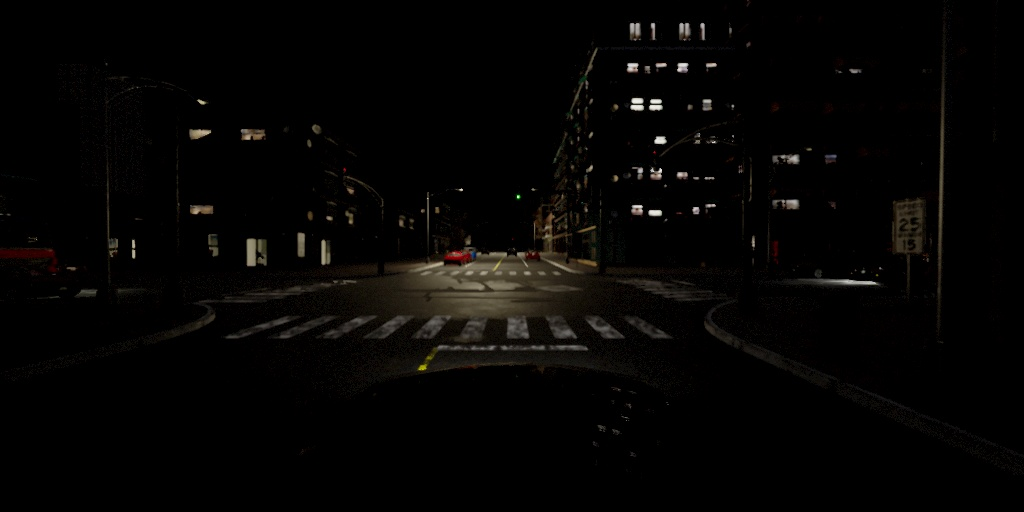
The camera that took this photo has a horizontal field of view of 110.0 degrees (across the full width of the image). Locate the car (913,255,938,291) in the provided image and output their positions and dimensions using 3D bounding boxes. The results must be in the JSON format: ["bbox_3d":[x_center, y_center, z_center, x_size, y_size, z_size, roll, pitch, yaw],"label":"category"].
[{"bbox_3d":[18.175,0.603,13.320,4.097,1.591,1.967,0,0,1],"label":"car"}]

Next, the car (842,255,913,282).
[{"bbox_3d":[20.816,0.642,19.190,4.181,1.385,1.994,0,1,1],"label":"car"}]

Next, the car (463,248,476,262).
[{"bbox_3d":[-5.687,0.096,42.036,1.888,1.381,4.507,0,0,0],"label":"car"}]

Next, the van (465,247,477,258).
[{"bbox_3d":[-5.687,-0.277,47.721,1.690,1.789,3.998,0,0,0],"label":"van"}]

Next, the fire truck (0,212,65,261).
[{"bbox_3d":[-26.789,-0.160,16.521,8.468,3.827,2.891,0,1,1],"label":"fire truck"}]

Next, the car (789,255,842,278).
[{"bbox_3d":[19.478,0.604,21.890,4.507,1.381,1.888,0,0,1],"label":"car"}]

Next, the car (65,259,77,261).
[{"bbox_3d":[-29.312,0.892,22.396,4.097,1.591,1.967,0,0,1],"label":"car"}]

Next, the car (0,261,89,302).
[{"bbox_3d":[-19.293,1.008,13.660,4.507,1.381,1.888,0,0,1],"label":"car"}]

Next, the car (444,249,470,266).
[{"bbox_3d":[-5.764,0.265,36.357,1.888,1.381,4.507,0,0,0],"label":"car"}]

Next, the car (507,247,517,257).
[{"bbox_3d":[0.004,-0.597,63.576,2.128,1.511,4.902,0,2,0],"label":"car"}]

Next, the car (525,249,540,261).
[{"bbox_3d":[2.694,-0.180,47.781,1.967,1.591,4.097,0,0,0],"label":"car"}]
